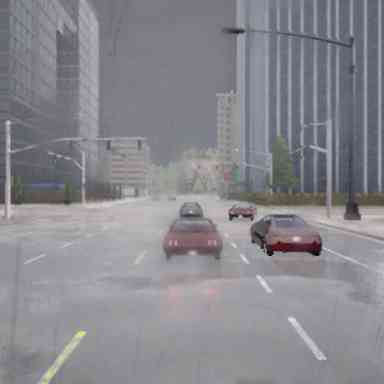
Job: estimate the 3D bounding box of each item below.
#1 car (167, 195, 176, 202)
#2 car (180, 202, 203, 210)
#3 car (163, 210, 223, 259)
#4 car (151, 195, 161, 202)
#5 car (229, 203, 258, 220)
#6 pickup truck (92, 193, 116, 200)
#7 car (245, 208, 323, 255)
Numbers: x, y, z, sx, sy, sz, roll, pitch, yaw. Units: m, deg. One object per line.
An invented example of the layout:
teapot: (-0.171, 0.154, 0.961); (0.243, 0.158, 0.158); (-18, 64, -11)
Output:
car: (-4.558, 1.471, 75.004); (1.994, 1.385, 4.181); (0, 0, -1)
car: (-0.085, 1.534, 28.339); (1.994, 1.385, 4.181); (0, 0, -1)
car: (0.042, 1.587, 12.427); (1.895, 1.301, 4.718); (0, 0, 0)
car: (-8.058, 1.419, 74.951); (1.837, 1.490, 4.892); (0, 0, -1)
car: (4.336, 1.571, 27.322); (1.895, 1.301, 4.718); (0, 0, 17)
pickup truck: (-21.269, 0.972, 80.637); (2.390, 2.098, 6.274); (0, 0, 30)
car: (3.548, 1.550, 13.205); (1.994, 1.385, 4.181); (0, 0, 0)
